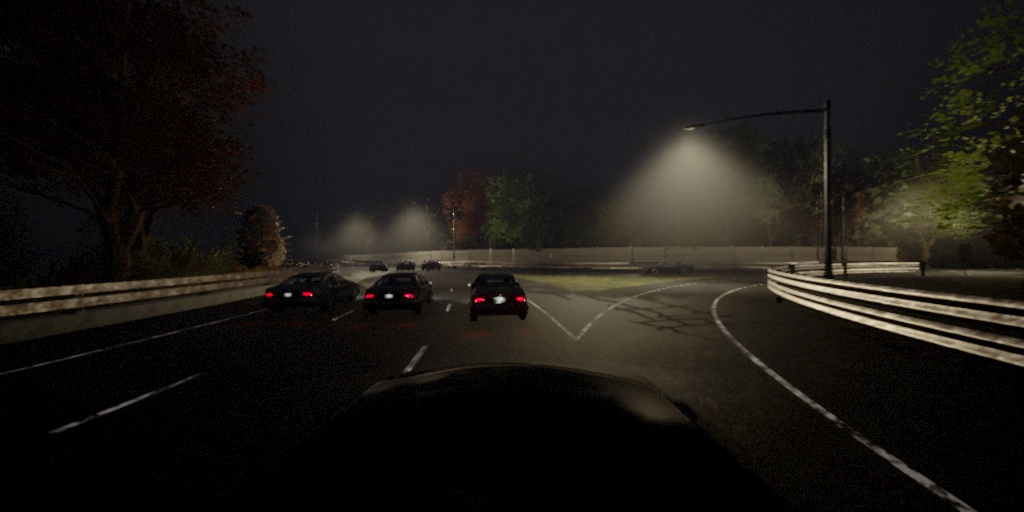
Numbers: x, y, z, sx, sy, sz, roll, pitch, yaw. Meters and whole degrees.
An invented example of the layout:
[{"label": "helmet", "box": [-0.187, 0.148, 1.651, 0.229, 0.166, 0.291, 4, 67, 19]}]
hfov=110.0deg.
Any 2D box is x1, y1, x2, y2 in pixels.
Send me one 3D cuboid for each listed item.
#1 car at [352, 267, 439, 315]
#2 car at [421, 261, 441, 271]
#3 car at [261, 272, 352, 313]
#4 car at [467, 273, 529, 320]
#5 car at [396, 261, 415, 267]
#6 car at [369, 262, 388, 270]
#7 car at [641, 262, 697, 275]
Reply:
[{"label": "car", "box": [-4.235, 1.341, 13.976, 2.033, 1.411, 5.357, 0, 0, -7]}, {"label": "car", "box": [-11.583, 1.394, 51.140, 2.128, 1.511, 4.902, 0, 0, -29]}, {"label": "car", "box": [-7.821, 1.357, 14.500, 2.033, 1.411, 5.357, 0, 0, -7]}, {"label": "car", "box": [-0.599, 1.323, 12.879, 2.033, 1.411, 5.357, 0, 0, -6]}, {"label": "car", "box": [-14.748, 1.405, 49.640, 2.128, 1.511, 4.902, 0, 0, -29]}, {"label": "car", "box": [-17.900, 1.471, 48.115, 2.033, 1.411, 5.357, 0, 0, -29]}, {"label": "car", "box": [16.695, 1.335, 38.275, 5.357, 1.411, 2.033, 0, 0, 8]}]
